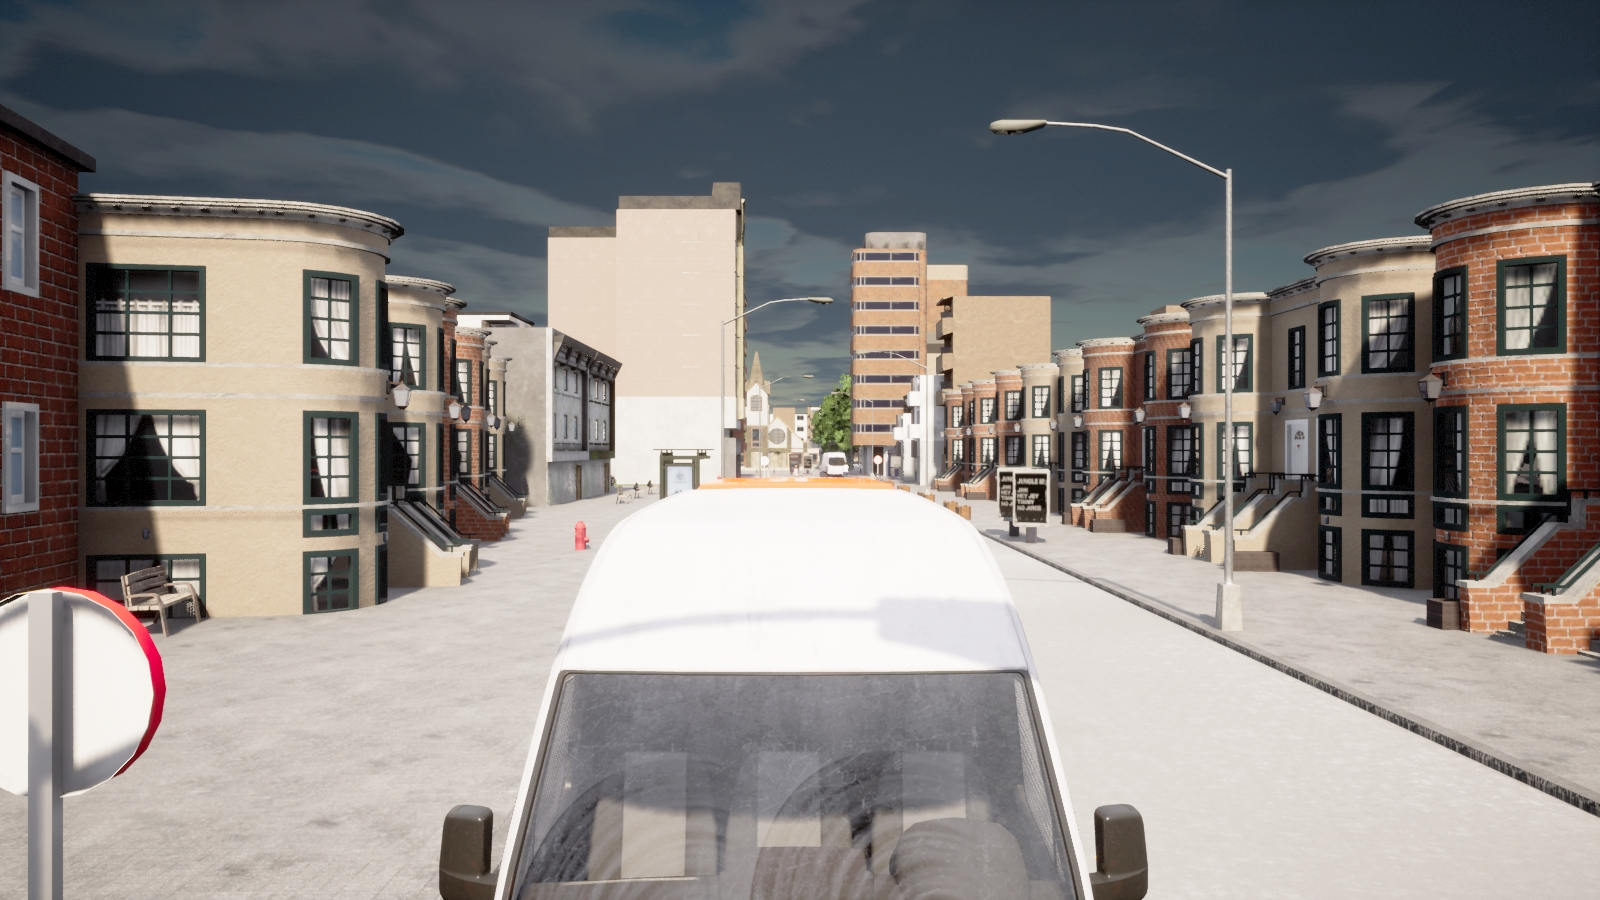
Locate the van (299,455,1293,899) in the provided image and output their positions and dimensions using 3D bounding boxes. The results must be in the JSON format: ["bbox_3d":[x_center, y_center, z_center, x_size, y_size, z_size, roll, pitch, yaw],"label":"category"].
[{"bbox_3d":[-0.019,1.314,5.243,1.988,2.561,5.915,0,0,0],"label":"van"}]
